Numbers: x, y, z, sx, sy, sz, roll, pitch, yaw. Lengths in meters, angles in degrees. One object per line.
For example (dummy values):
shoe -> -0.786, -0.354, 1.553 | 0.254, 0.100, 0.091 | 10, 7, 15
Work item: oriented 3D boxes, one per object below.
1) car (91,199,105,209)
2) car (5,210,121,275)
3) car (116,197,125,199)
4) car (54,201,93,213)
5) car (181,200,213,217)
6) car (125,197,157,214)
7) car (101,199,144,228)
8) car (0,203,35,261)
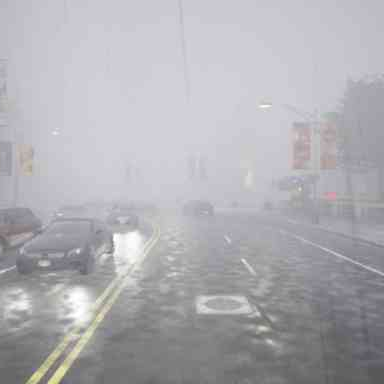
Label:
car -> -12.773, 1.569, 44.731 | 4.718, 1.301, 1.895 | 0, 0, 44
car -> -3.704, 1.518, 10.578 | 1.812, 1.442, 4.674 | 0, 0, -1
car -> -9.808, 1.458, 46.660 | 2.128, 1.511, 4.902 | 0, 0, -45
car -> -8.213, 1.531, 22.819 | 2.033, 1.411, 5.357 | 0, 0, -14
car -> 0.406, 1.482, 30.812 | 1.837, 1.490, 4.892 | 1, 0, -20
car -> -5.152, 1.501, 34.864 | 1.812, 1.442, 4.674 | 0, 0, -30
car -> -4.461, 1.477, 21.770 | 2.128, 1.511, 4.902 | 0, 0, -10
car -> -7.240, 1.343, 12.084 | 2.097, 1.767, 4.553 | 0, 0, -2
